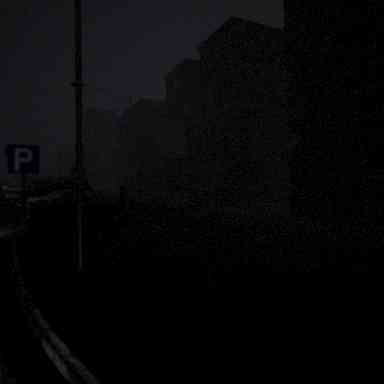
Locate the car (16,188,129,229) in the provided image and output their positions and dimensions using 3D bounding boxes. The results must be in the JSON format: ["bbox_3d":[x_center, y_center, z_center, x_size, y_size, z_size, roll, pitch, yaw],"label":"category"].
[{"bbox_3d":[-5.262,0.771,15.860,2.231,1.521,4.892,4,3,43],"label":"car"}]

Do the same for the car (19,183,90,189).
[{"bbox_3d":[-8.160,0.452,21.133,1.946,1.575,5.366,4,4,43],"label":"car"}]

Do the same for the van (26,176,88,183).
[{"bbox_3d":[-9.342,0.067,24.054,1.878,1.987,4.442,4,3,43],"label":"van"}]

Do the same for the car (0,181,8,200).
[{"bbox_3d":[-17.739,-0.142,29.421,1.882,1.535,5.008,0,3,-27],"label":"car"}]

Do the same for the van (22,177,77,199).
[{"bbox_3d":[-13.669,-0.406,31.991,1.878,1.987,4.442,4,4,43],"label":"van"}]

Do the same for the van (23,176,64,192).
[{"bbox_3d":[-19.083,-1.044,42.987,1.878,1.987,4.442,4,3,43],"label":"van"}]

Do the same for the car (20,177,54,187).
[{"bbox_3d":[-27.544,-1.765,59.136,2.231,1.521,4.892,4,3,43],"label":"car"}]

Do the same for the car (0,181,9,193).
[{"bbox_3d":[-23.237,-0.645,40.101,1.895,1.301,4.718,0,3,-27],"label":"car"}]

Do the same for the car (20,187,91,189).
[{"bbox_3d":[-6.643,0.652,18.568,2.002,1.452,4.674,4,4,43],"label":"car"}]

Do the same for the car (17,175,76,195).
[{"bbox_3d":[-16.359,-0.751,37.512,2.435,2.045,5.566,4,3,43],"label":"car"}]

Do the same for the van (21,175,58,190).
[{"bbox_3d":[-22.017,-1.359,48.220,1.878,1.987,4.442,4,4,43],"label":"van"}]
